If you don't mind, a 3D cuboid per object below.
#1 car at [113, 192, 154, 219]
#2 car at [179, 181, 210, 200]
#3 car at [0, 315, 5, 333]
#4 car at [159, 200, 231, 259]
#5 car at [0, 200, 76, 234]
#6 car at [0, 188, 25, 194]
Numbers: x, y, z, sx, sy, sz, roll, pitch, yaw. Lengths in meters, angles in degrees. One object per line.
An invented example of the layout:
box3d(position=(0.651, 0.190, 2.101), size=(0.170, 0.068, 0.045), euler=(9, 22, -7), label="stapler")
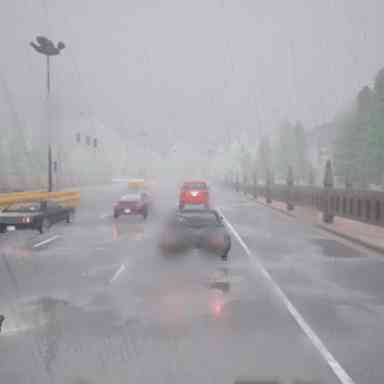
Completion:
box3d(position=(-3.346, 0.699, 19.597), size=(1.812, 1.442, 4.674), euler=(0, 3, 0), label="car")
box3d(position=(0.184, 0.145, 25.036), size=(2.150, 2.045, 5.566), euler=(0, 3, 0), label="car")
box3d(position=(-3.400, 1.495, 1.920), size=(2.033, 1.411, 5.357), euler=(0, 2, 0), label="car")
box3d(position=(0.099, 1.181, 10.761), size=(1.895, 1.301, 4.718), euler=(0, 3, 0), label="car")
box3d(position=(-6.870, 0.990, 14.898), size=(1.895, 1.301, 4.718), euler=(0, 3, 0), label="car")
box3d(position=(-13.937, 0.439, 24.536), size=(2.128, 1.511, 4.902), euler=(0, 2, 1), label="car")
